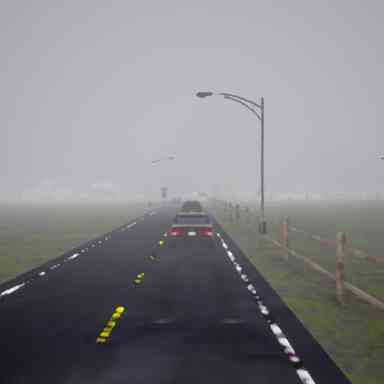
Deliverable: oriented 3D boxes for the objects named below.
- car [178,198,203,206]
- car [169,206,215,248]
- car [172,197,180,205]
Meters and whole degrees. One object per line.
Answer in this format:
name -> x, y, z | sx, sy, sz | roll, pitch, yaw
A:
car -> -0.001, 1.499, 29.658 | 1.882, 1.535, 5.008 | 0, 0, 0
car -> 0.000, 1.567, 14.654 | 2.033, 1.411, 5.357 | 0, 0, 0
car -> -2.751, 1.650, 61.665 | 2.033, 1.411, 5.357 | 0, 0, 0
